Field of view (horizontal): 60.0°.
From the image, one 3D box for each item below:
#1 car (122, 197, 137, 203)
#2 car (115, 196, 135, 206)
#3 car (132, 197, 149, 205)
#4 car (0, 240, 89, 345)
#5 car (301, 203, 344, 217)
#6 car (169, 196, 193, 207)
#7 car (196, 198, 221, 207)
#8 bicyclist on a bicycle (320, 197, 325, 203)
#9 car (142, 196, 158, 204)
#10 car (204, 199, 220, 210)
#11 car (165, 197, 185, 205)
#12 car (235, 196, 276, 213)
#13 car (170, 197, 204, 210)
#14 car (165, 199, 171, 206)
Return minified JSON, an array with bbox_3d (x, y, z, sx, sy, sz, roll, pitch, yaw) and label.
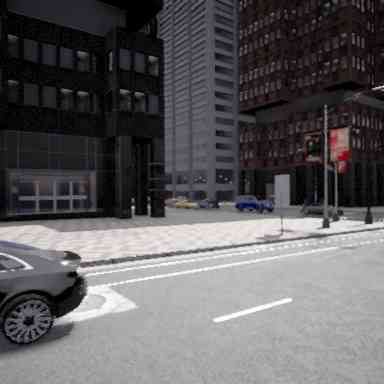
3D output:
[{"bbox_3d":[-16.034,1.956,85.143,1.887,1.381,4.507,-1,0,-36],"label":"car"},{"bbox_3d":[-13.522,1.734,66.951,2.192,1.841,5.009,-1,0,-36],"label":"car"},{"bbox_3d":[-10.366,1.979,62.537,1.802,1.307,4.206,-1,0,-36],"label":"car"},{"bbox_3d":[-4.037,1.488,4.798,4.902,1.511,2.128,0,0,-35],"label":"car"},{"bbox_3d":[13.266,1.802,34.033,1.994,1.385,4.181,-1,0,-36],"label":"car"},{"bbox_3d":[-2.061,1.673,60.998,2.097,1.767,4.553,-1,0,-36],"label":"car"},{"bbox_3d":[2.881,1.822,58.653,1.887,1.381,4.507,-1,0,-36],"label":"car"},{"bbox_3d":[17.154,1.478,43.600,1.656,1.620,0.582,-1,0,-36],"label":"bicyclist on a bicycle"},{"bbox_3d":[-9.730,1.804,76.312,1.967,1.590,4.097,-1,0,-36],"label":"car"},{"bbox_3d":[2.257,1.868,49.456,1.994,1.385,4.181,-1,0,-35],"label":"car"},{"bbox_3d":[-3.522,1.845,67.621,1.752,1.417,4.829,-1,0,-36],"label":"car"},{"bbox_3d":[7.811,1.492,41.661,2.150,2.045,5.566,-1,0,-36],"label":"car"},{"bbox_3d":[-0.809,1.860,49.150,1.752,1.417,4.829,-1,0,-36],"label":"car"},{"bbox_3d":[-3.535,1.905,57.633,1.994,1.385,4.181,-1,0,-35],"label":"car"}]
